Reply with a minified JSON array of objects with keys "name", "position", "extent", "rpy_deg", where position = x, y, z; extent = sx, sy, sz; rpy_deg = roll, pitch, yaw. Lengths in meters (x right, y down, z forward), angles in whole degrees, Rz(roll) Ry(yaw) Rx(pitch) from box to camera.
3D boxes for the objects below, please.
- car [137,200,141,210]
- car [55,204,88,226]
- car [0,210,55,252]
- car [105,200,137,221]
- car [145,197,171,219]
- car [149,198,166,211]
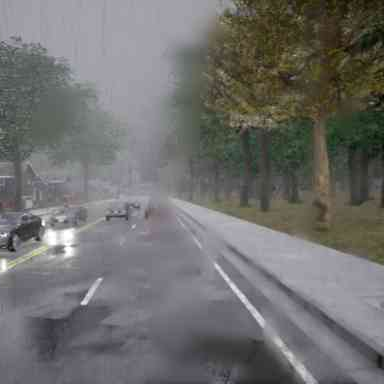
[{"name":"car","position":[-7.788,1.664,43.845],"extent":[1.895,1.301,4.718],"rpy_deg":[-2,0,-6]},{"name":"car","position":[-9.150,1.664,25.044],"extent":[2.128,1.511,4.902],"rpy_deg":[-2,0,-5]},{"name":"car","position":[-8.069,1.670,14.710],"extent":[2.128,1.511,4.902],"rpy_deg":[-2,0,-6]},{"name":"car","position":[-6.175,1.624,28.392],"extent":[2.033,1.411,5.357],"rpy_deg":[-2,0,-6]},{"name":"car","position":[-2.995,1.337,29.173],"extent":[2.097,1.767,4.553],"rpy_deg":[-2,0,-6]},{"name":"car","position":[-4.398,1.521,42.578],"extent":[2.033,1.411,5.357],"rpy_deg":[-2,0,-6]}]
